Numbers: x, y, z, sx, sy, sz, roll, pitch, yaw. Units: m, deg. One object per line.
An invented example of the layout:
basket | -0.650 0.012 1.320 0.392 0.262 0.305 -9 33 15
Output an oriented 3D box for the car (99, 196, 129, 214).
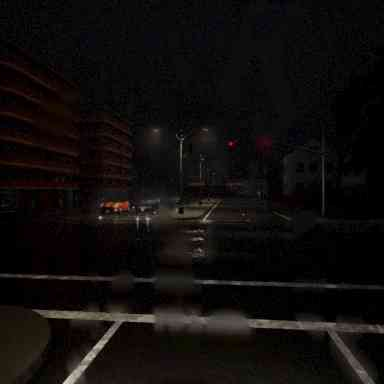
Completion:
car | -8.084 1.352 34.968 2.097 1.767 4.553 0 0 6

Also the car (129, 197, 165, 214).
car | -4.570 1.491 34.895 2.128 1.511 4.902 0 0 6

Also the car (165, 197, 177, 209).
car | -3.608 1.601 44.104 1.895 1.301 4.718 0 0 6

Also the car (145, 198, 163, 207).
car | -6.092 1.601 53.916 1.895 1.301 4.718 0 0 6

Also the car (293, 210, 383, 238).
car | 7.718 1.601 17.144 4.718 1.301 1.895 0 0 6

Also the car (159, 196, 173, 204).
car | -5.025 1.564 63.890 1.994 1.385 4.181 0 0 6

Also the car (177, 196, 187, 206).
car | -2.652 1.491 53.149 2.128 1.511 4.902 0 0 6

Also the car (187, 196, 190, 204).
car | -1.594 1.505 63.051 1.837 1.490 4.892 0 0 7

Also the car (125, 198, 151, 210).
car | -7.094 1.545 44.386 2.033 1.411 5.357 0 0 6
